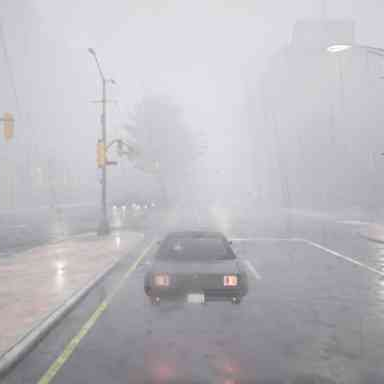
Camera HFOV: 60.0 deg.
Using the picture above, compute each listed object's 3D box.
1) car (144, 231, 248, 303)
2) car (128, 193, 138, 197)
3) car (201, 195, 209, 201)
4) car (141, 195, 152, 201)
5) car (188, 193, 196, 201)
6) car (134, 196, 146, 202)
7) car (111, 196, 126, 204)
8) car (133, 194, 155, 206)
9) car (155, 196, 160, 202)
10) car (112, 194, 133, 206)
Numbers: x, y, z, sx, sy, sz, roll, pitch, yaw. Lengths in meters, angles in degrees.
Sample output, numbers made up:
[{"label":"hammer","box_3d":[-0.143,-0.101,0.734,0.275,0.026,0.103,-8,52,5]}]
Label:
[{"label":"car","box_3d":[0.074,1.599,8.130,1.895,1.301,4.718,0,0,0]},{"label":"car","box_3d":[-11.541,1.206,64.489,2.150,2.045,5.566,0,0,1]},{"label":"car","box_3d":[3.495,1.574,86.948,1.895,1.301,4.718,0,0,0]},{"label":"car","box_3d":[-11.504,1.505,84.606,2.128,1.511,4.902,0,0,0]},{"label":"car","box_3d":[-0.005,1.519,85.770,2.033,1.411,5.357,0,0,0]},{"label":"car","box_3d":[-11.504,1.535,74.373,1.994,1.385,4.181,0,0,0]},{"label":"car","box_3d":[-14.753,1.579,66.783,1.895,1.301,4.718,0,0,0]},{"label":"car","box_3d":[-8.091,1.534,56.476,2.033,1.411,5.357,0,0,0]},{"label":"car","box_3d":[-8.033,1.548,65.712,1.994,1.385,4.181,0,0,1]},{"label":"car","box_3d":[-11.591,1.512,55.076,1.812,1.442,4.674,0,0,0]}]
